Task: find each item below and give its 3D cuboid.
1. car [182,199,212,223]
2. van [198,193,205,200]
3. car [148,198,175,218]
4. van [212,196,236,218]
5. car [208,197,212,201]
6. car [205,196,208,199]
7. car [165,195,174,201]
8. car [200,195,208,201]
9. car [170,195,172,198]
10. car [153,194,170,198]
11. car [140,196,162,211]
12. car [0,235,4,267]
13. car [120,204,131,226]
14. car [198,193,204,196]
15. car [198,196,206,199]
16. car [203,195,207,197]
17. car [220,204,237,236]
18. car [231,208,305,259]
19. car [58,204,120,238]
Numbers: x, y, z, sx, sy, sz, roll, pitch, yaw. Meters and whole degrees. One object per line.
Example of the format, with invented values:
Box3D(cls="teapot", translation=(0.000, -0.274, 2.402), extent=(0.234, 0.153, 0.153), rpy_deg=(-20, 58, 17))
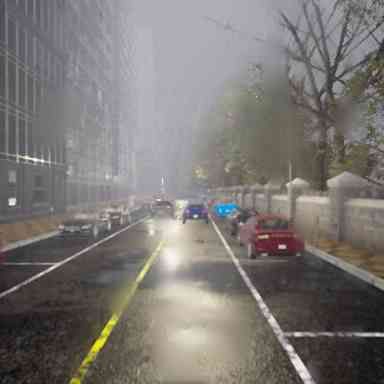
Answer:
Box3D(cls="car", translation=(0.273, 1.484, 24.678), extent=(1.812, 1.442, 4.674), rpy_deg=(0, 0, 1))
Box3D(cls="van", translation=(2.487, 1.166, 91.030), extent=(1.690, 1.788, 3.998), rpy_deg=(0, 0, -1))
Box3D(cls="car", translation=(-2.523, 1.520, 29.854), extent=(1.812, 1.442, 4.674), rpy_deg=(0, 0, 1))
Box3D(cls="van", translation=(2.924, 1.292, 29.204), extent=(1.690, 1.788, 3.998), rpy_deg=(0, 0, 1))
Box3D(cls="car", translation=(2.981, 1.492, 34.822), extent=(2.008, 1.369, 4.403), rpy_deg=(0, 0, 0))
Box3D(cls="car", translation=(3.043, 1.503, 46.058), extent=(1.802, 1.307, 4.206), rpy_deg=(0, 0, 0))
Box3D(cls="car", translation=(-5.328, 1.397, 79.160), extent=(1.887, 1.381, 4.507), rpy_deg=(0, 0, -1))
Box3D(cls="car", translation=(2.831, 1.376, 79.956), extent=(1.752, 1.417, 4.829), rpy_deg=(0, 0, -1))
Box3D(cls="car", translation=(-5.154, 1.414, 62.056), extent=(1.752, 1.417, 4.829), rpy_deg=(0, 0, 0))
Box3D(cls="car", translation=(-5.121, 1.226, 50.942), extent=(2.192, 1.841, 5.009), rpy_deg=(0, 0, 0))
Box3D(cls="car", translation=(-5.154, 1.483, 39.663), extent=(2.008, 1.369, 4.403), rpy_deg=(0, 0, 0))
Box3D(cls="car", translation=(-5.451, 1.304, 5.902), extent=(2.192, 1.841, 5.009), rpy_deg=(0, 0, 0))
Box3D(cls="car", translation=(-5.320, 1.512, 22.768), extent=(2.008, 1.369, 4.403), rpy_deg=(0, 0, 1))
Box3D(cls="car", translation=(2.909, 1.414, 74.162), extent=(2.008, 1.369, 4.403), rpy_deg=(0, 0, -1))
Box3D(cls="car", translation=(0.415, 1.529, 42.202), extent=(1.895, 1.301, 4.718), rpy_deg=(0, 0, 0))
Box3D(cls="car", translation=(3.049, 1.461, 51.678), extent=(2.008, 1.369, 4.403), rpy_deg=(0, 0, 0))
Box3D(cls="car", translation=(2.799, 1.536, 17.956), extent=(1.947, 1.339, 4.313), rpy_deg=(0, 0, 1))
Box3D(cls="car", translation=(2.753, 1.524, 12.315), extent=(1.887, 1.381, 4.507), rpy_deg=(0, 0, 0))
Box3D(cls="car", translation=(-5.379, 1.521, 17.147), extent=(2.008, 1.369, 4.403), rpy_deg=(0, 0, 0))
